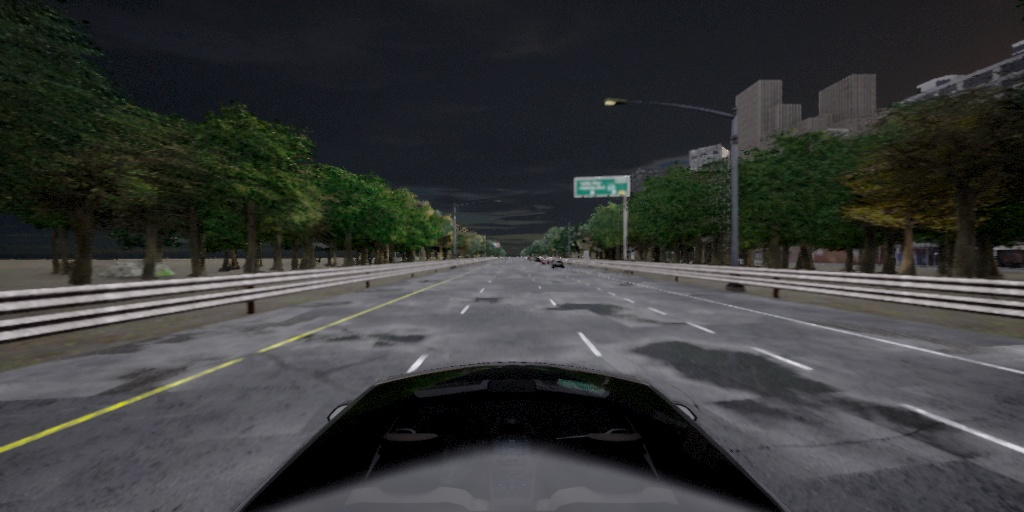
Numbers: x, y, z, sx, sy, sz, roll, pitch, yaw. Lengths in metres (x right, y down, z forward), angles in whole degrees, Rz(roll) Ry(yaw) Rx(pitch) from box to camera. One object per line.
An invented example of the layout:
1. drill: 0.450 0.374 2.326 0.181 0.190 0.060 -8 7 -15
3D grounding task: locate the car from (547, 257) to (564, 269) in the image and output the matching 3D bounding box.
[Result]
1. car: 7.121 1.234 57.217 1.837 1.490 4.892 0 0 0
